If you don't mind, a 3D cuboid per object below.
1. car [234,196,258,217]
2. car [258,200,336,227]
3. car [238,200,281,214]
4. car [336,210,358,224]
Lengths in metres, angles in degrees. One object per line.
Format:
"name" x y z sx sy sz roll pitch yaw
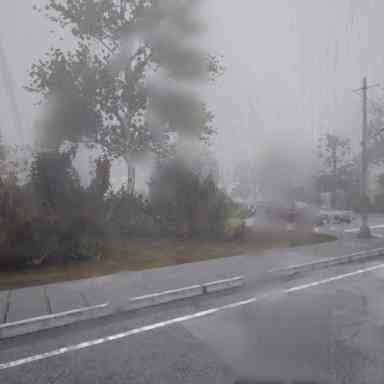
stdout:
"car" 3.907 1.430 33.349 2.150 2.045 5.566 0 -1 -41
"car" 7.353 1.426 23.614 2.097 1.767 4.553 0 -1 -38
"car" 7.931 1.745 39.676 1.837 1.490 4.892 1 -2 -42
"car" 10.146 1.675 25.817 1.895 1.301 4.718 0 -1 -39
